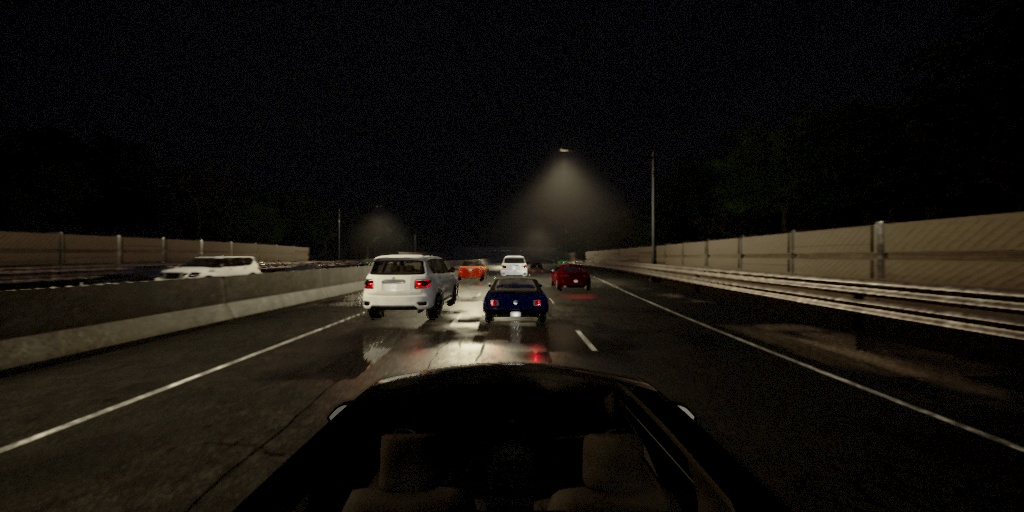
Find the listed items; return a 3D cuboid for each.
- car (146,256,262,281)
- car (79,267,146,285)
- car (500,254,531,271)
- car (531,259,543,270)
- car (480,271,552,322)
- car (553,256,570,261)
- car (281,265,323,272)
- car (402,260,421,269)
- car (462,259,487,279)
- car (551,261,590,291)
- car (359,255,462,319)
[{"bbox_3d":[-17.558,0.990,21.194,2.150,2.045,5.566,0,0,0],"label":"car"},{"bbox_3d":[-21.062,1.316,20.646,2.033,1.411,5.357,0,0,0],"label":"car"},{"bbox_3d":[0.186,1.007,30.435,2.150,2.045,5.566,0,0,0],"label":"car"},{"bbox_3d":[3.813,1.390,57.036,1.812,1.442,4.674,0,0,1],"label":"car"},{"bbox_3d":[0.113,1.361,12.364,1.895,1.301,4.718,0,0,0],"label":"car"},{"bbox_3d":[7.260,1.069,52.214,2.150,2.045,5.566,0,0,1],"label":"car"},{"bbox_3d":[-14.048,1.321,24.001,2.033,1.411,5.357,0,0,0],"label":"car"},{"bbox_3d":[-17.169,1.440,61.248,1.994,1.385,4.181,0,0,1],"label":"car"},{"bbox_3d":[-3.311,1.138,30.785,2.097,1.767,4.553,0,0,0],"label":"car"},{"bbox_3d":[3.544,1.250,22.304,1.882,1.535,5.008,0,0,0],"label":"car"},{"bbox_3d":[-3.386,0.982,12.942,2.150,2.045,5.566,0,0,0],"label":"car"}]
